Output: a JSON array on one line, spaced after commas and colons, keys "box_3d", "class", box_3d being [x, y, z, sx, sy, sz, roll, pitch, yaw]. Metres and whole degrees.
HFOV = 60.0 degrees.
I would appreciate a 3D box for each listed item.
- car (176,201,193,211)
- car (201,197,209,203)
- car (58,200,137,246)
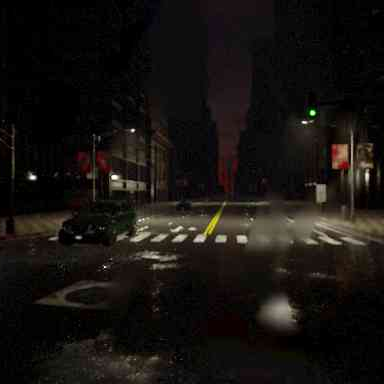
[{"box_3d": [-0.998, 1.945, 45.700, 1.994, 1.385, 4.181, 0, 0, 7], "class": "car"}, {"box_3d": [3.301, 2.026, 83.316, 1.837, 1.490, 4.892, 0, 0, 7], "class": "car"}, {"box_3d": [-4.351, 1.468, 16.341, 2.150, 2.045, 5.566, 0, 1, 7], "class": "car"}]
